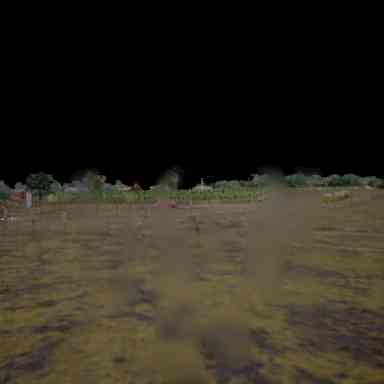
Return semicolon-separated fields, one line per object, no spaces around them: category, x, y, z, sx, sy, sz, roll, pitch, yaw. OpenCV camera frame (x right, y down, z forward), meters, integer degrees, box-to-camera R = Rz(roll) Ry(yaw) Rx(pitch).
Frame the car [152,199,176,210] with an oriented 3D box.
car;-5.603;2.570;67.334;2.150;2.045;5.566;-3;-1;36
